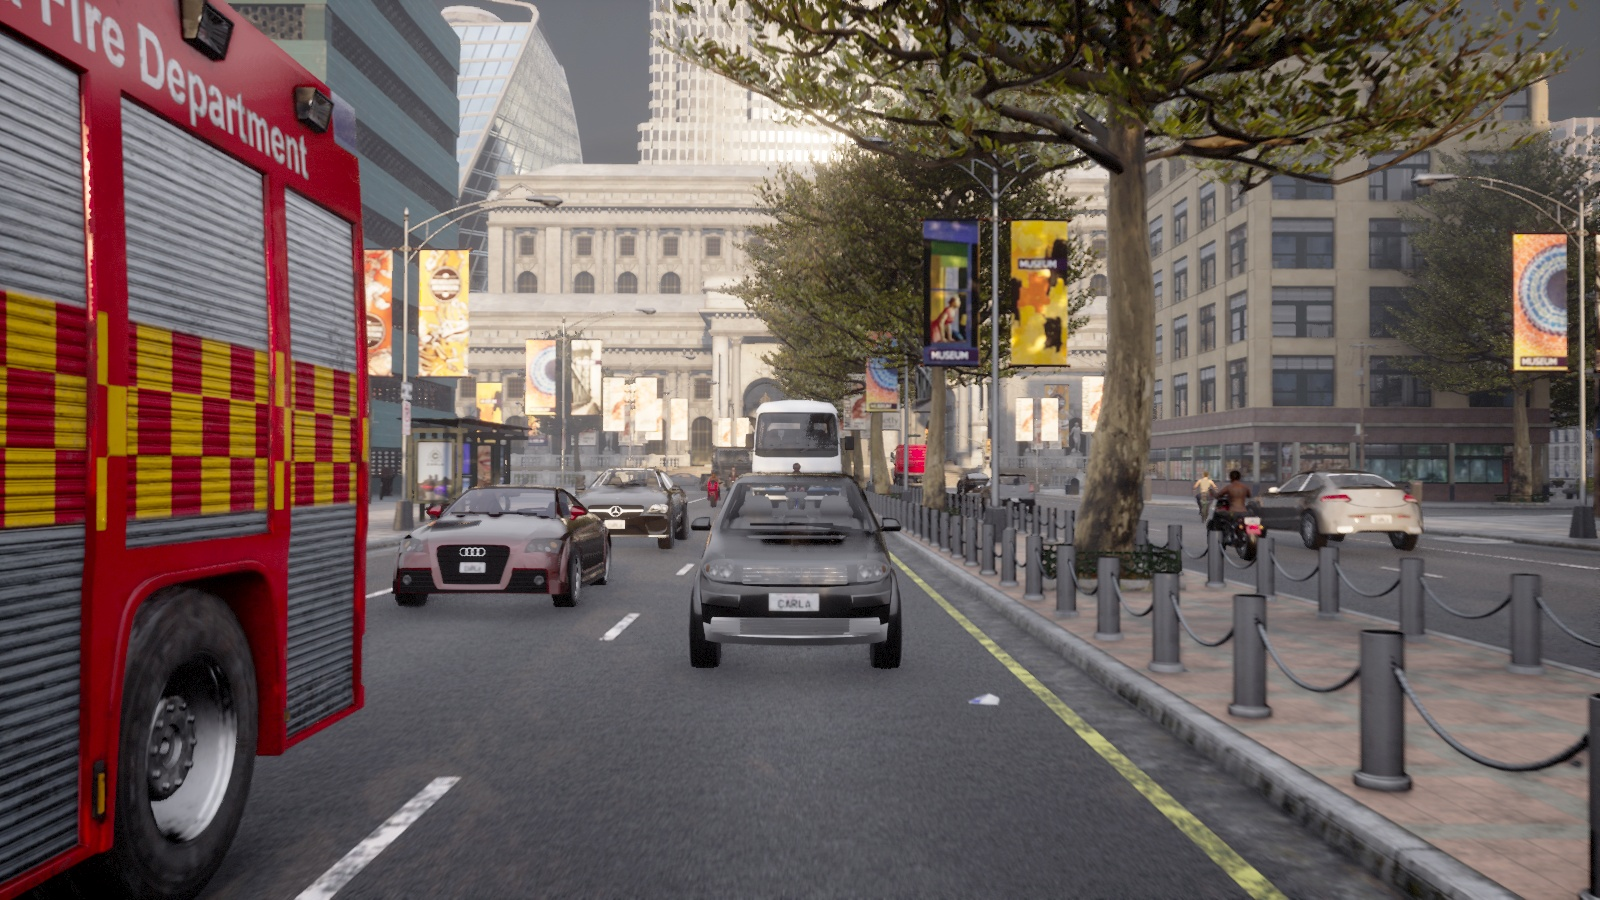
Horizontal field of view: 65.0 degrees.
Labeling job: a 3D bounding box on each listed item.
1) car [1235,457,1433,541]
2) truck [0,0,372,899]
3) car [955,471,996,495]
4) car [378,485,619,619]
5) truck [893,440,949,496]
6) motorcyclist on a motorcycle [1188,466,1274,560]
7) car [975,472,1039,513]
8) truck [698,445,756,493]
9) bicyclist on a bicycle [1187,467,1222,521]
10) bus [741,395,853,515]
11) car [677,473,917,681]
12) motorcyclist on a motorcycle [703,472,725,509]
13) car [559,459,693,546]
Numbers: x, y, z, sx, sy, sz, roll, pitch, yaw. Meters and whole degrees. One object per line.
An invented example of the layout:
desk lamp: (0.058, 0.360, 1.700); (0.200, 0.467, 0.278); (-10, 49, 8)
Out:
car: (11.433, 1.005, 27.339); (2.152, 1.651, 5.027); (0, -1, 0)
truck: (-3.509, -0.305, 1.833); (2.891, 3.827, 8.468); (0, -1, 0)
car: (11.256, 2.102, 80.897); (1.882, 1.535, 5.008); (0, -1, 0)
car: (-3.538, 1.154, 15.580); (1.994, 1.385, 4.181); (0, -1, 0)
truck: (7.773, 1.171, 81.766); (2.891, 3.462, 7.936); (0, -1, 0)
motorcyclist on a motorcycle: (7.943, 1.123, 23.268); (0.766, 1.649, 2.350); (0, -1, 0)
car: (7.884, 1.603, 48.137); (1.845, 1.501, 3.633); (0, -1, 0)
truck: (-5.555, 1.435, 94.380); (2.891, 3.462, 7.936); (0, -1, -14)
bicyclist on a bicycle: (12.656, 1.358, 39.284); (0.866, 1.612, 1.509); (1, 0, 23)
bus: (-0.126, 0.270, 49.653); (3.944, 4.253, 10.273); (0, -1, 0)
car: (-0.027, 0.981, 11.235); (1.789, 1.549, 3.705); (0, -1, 0)
motorcyclist on a motorcycle: (-3.628, 1.699, 53.000); (0.797, 1.523, 2.044); (0, -1, 0)
car: (-3.566, 1.055, 26.712); (2.152, 1.651, 5.027); (0, -1, 0)
